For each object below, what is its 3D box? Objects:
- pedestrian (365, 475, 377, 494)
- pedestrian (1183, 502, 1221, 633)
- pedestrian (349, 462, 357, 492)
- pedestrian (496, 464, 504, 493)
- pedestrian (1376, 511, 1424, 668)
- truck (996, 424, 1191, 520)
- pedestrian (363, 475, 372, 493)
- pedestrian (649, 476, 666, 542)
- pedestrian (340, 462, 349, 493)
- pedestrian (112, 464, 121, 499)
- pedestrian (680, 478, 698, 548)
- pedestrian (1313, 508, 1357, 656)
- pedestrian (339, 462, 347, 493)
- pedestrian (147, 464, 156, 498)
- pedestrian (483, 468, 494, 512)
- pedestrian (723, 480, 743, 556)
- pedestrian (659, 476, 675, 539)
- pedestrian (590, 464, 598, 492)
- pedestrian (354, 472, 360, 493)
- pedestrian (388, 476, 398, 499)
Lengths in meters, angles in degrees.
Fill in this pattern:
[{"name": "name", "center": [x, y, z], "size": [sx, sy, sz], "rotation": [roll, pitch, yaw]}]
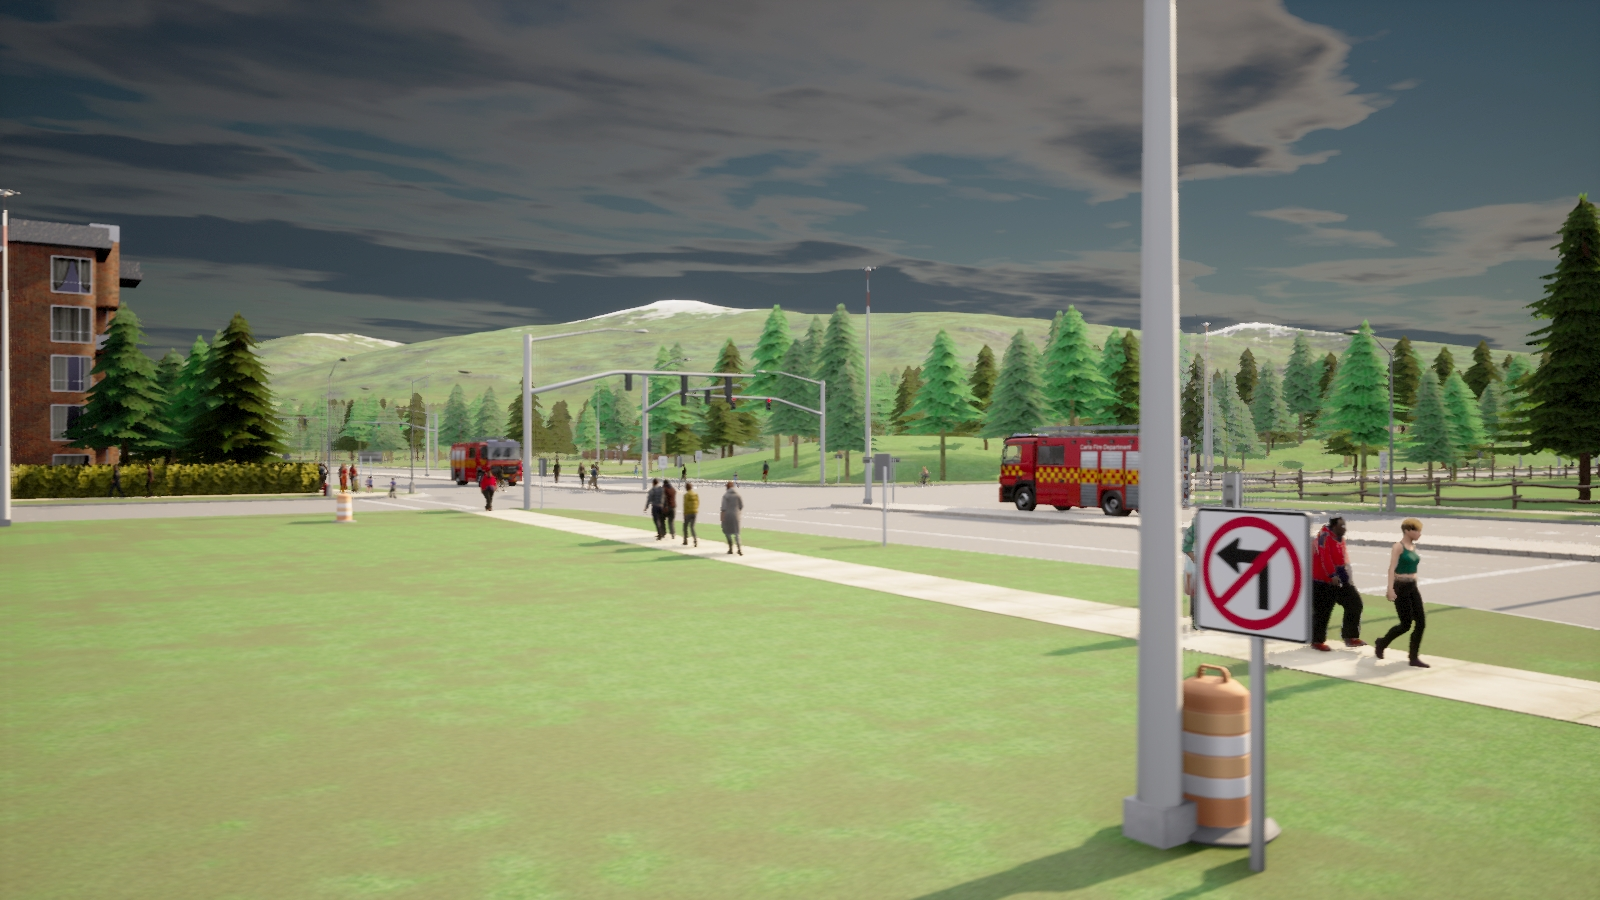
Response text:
[{"name": "pedestrian", "center": [-25.955, 2.076, 69.120], "size": [0.500, 1.100, 0.500], "rotation": [0, 0, 1]}, {"name": "pedestrian", "center": [5.854, 1.697, 16.651], "size": [0.375, 1.860, 0.375], "rotation": [0, 0, -31]}, {"name": "pedestrian", "center": [-27.730, 1.696, 70.928], "size": [0.375, 1.860, 0.375], "rotation": [0, 0, -36]}, {"name": "pedestrian", "center": [-19.477, 1.848, 74.262], "size": [0.375, 1.860, 0.375], "rotation": [0, 0, -38]}, {"name": "pedestrian", "center": [7.366, 1.696, 14.024], "size": [0.375, 1.860, 0.375], "rotation": [0, 0, -29]}, {"name": "truck", "center": [12.620, 0.890, 50.062], "size": [2.891, 3.827, 8.468], "rotation": [0, 0, -34]}, {"name": "pedestrian", "center": [-26.370, 2.074, 69.706], "size": [0.500, 1.100, 0.500], "rotation": [0, 0, -21]}, {"name": "pedestrian", "center": [-4.096, 1.696, 32.892], "size": [0.375, 1.860, 0.375], "rotation": [0, 0, -30]}, {"name": "pedestrian", "center": [-27.845, 1.696, 69.860], "size": [0.375, 1.860, 0.375], "rotation": [0, 0, 19]}, {"name": "pedestrian", "center": [-37.126, 1.696, 62.072], "size": [0.375, 1.860, 0.375], "rotation": [0, 0, -35]}, {"name": "pedestrian", "center": [-3.016, 1.696, 31.006], "size": [0.375, 1.860, 0.375], "rotation": [0, 0, -30]}, {"name": "pedestrian", "center": [6.944, 1.696, 14.825], "size": [0.375, 1.860, 0.375], "rotation": [0, 0, -30]}, {"name": "pedestrian", "center": [-28.229, 1.695, 70.539], "size": [0.375, 1.860, 0.375], "rotation": [0, 0, -9]}, {"name": "pedestrian", "center": [-35.754, 1.696, 62.983], "size": [0.375, 1.860, 0.375], "rotation": [0, 0, -35]}, {"name": "pedestrian", "center": [-13.219, 1.696, 48.461], "size": [0.375, 1.860, 0.375], "rotation": [0, 0, -31]}, {"name": "pedestrian", "center": [-1.680, 1.696, 28.629], "size": [0.375, 1.860, 0.375], "rotation": [0, 0, -29]}, {"name": "pedestrian", "center": [-3.942, 1.696, 33.844], "size": [0.375, 1.860, 0.375], "rotation": [0, 0, -29]}, {"name": "pedestrian", "center": [-13.732, 1.852, 76.125], "size": [0.375, 1.860, 0.375], "rotation": [0, 0, -32]}, {"name": "pedestrian", "center": [-26.962, 1.976, 69.539], "size": [0.375, 1.300, 0.375], "rotation": [0, 0, -23]}, {"name": "pedestrian", "center": [-23.109, 2.128, 64.885], "size": [0.375, 1.300, 0.375], "rotation": [0, 0, -43]}]
